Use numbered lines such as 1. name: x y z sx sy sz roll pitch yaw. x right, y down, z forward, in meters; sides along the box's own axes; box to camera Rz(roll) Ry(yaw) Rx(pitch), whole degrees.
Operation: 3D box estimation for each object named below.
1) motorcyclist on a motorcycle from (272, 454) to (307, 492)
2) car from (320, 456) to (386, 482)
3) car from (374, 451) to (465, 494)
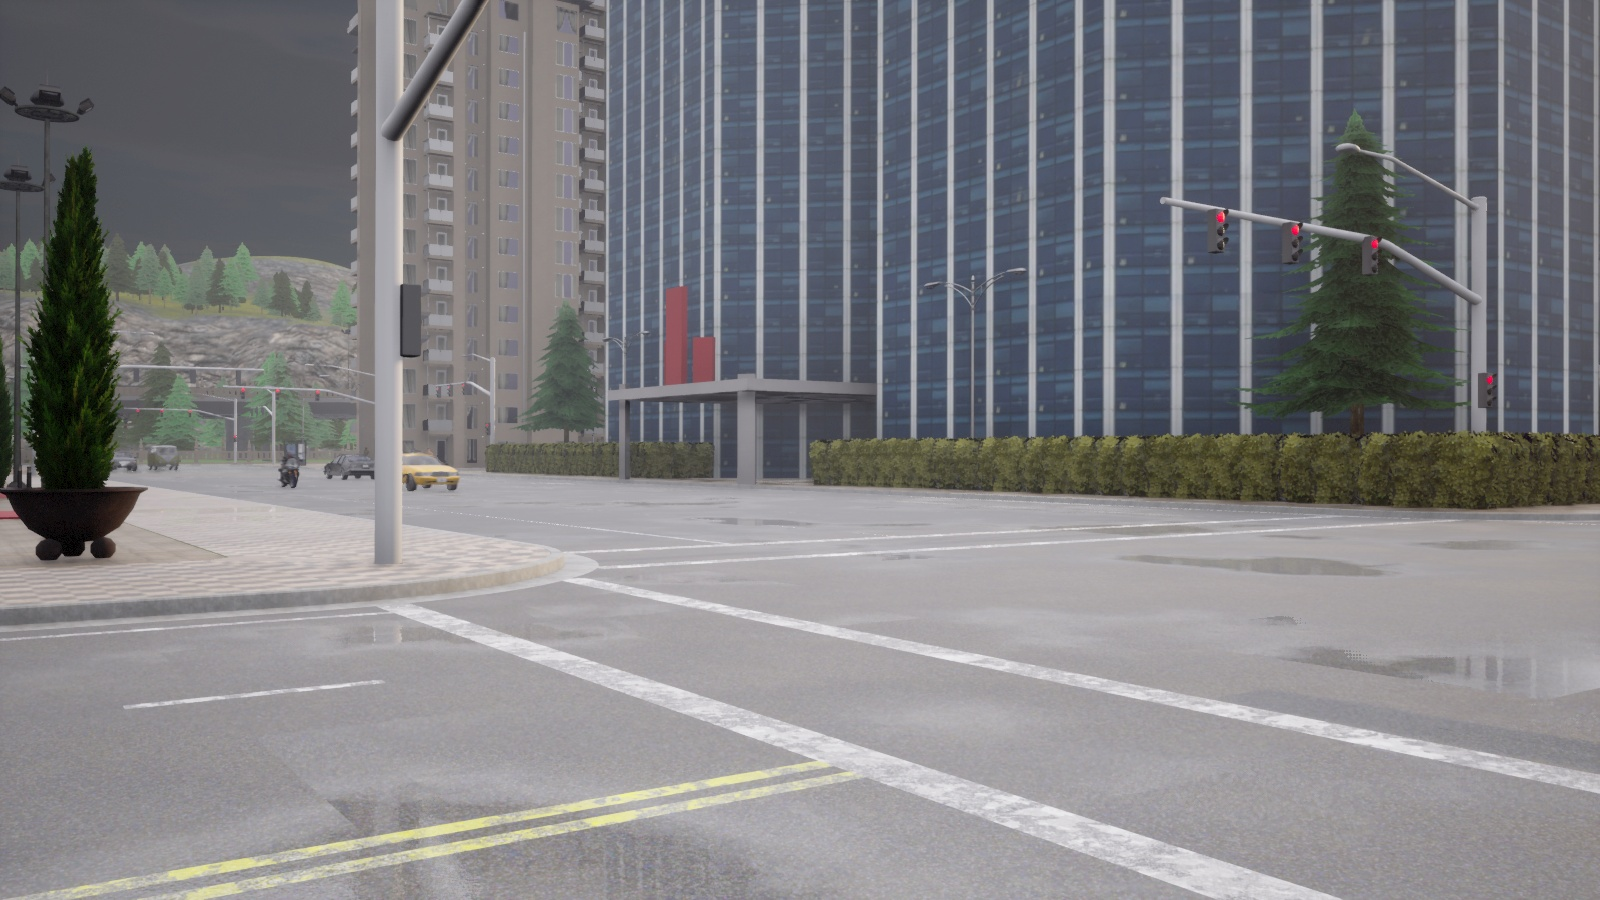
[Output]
1. motorcyclist on a motorcycle: -21.051 0.951 51.783 0.866 1.530 2.191 0 0 -35
2. car: -24.587 1.013 68.936 2.033 1.411 5.357 0 0 -35
3. car: -15.001 0.836 49.279 1.801 1.575 5.366 0 0 -35
